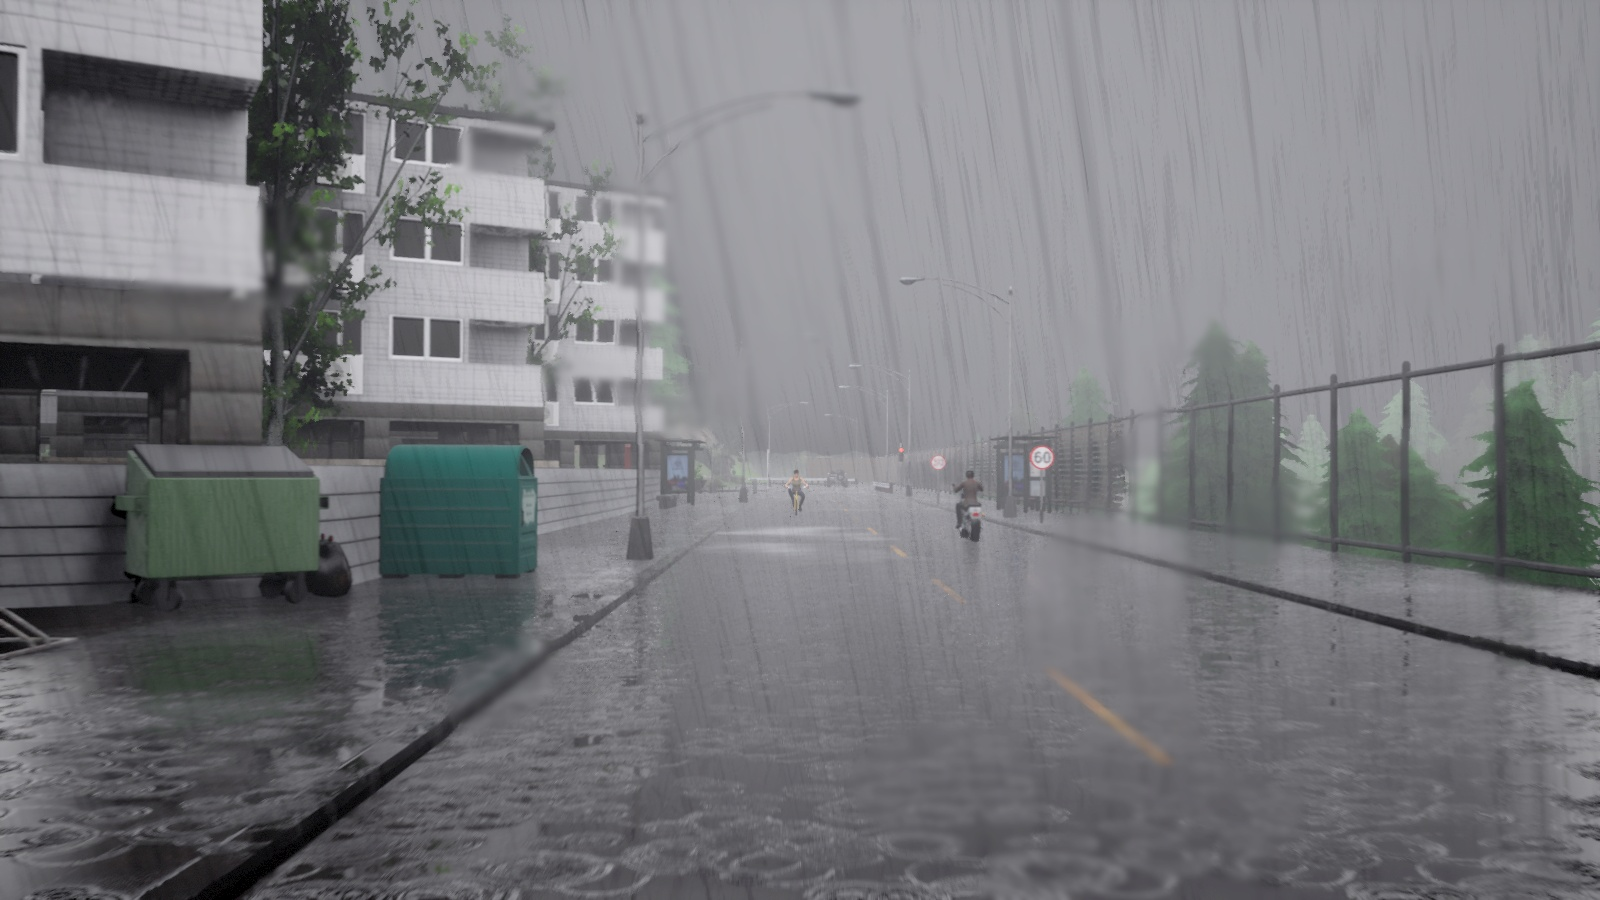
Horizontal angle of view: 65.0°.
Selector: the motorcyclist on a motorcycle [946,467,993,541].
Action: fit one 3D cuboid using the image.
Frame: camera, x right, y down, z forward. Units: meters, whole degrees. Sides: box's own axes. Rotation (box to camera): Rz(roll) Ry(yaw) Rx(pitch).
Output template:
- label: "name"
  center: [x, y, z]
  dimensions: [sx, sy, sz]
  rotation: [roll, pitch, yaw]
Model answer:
- label: "motorcyclist on a motorcycle"
  center: [3.920, 1.239, 29.235]
  dimensions: [0.766, 1.649, 2.350]
  rotation: [0, -1, 0]
